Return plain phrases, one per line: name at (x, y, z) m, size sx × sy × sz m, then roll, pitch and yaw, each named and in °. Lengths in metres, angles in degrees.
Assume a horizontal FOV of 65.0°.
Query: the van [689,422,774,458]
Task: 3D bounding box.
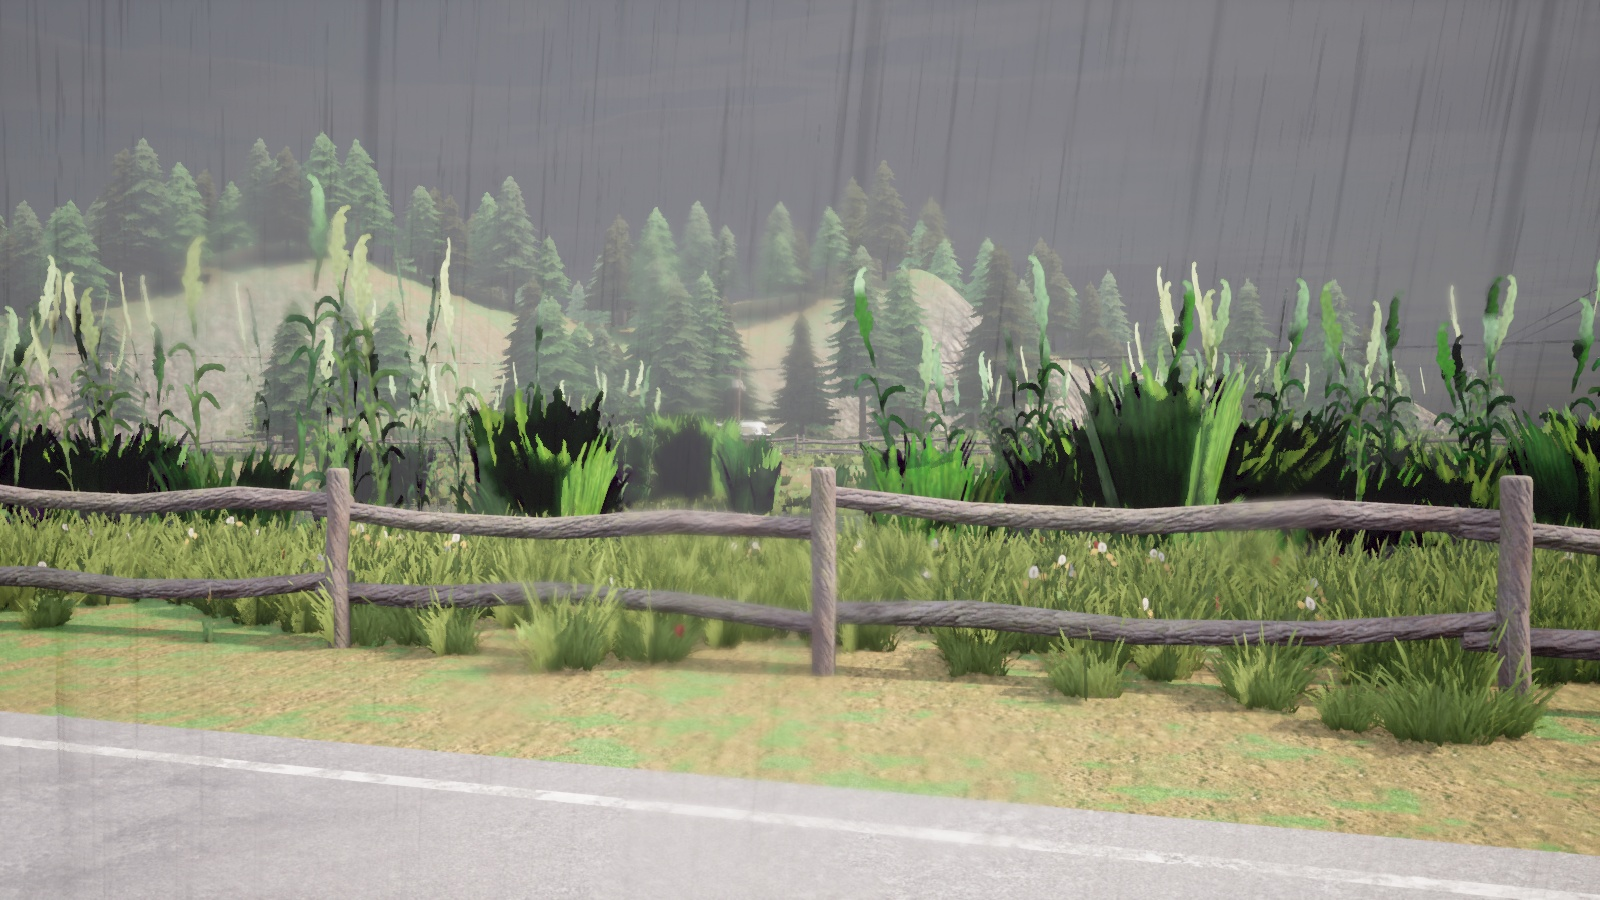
van at (-3.978, -0.598, 72.937) m, size 4.480 × 2.038 × 2.069 m, roll 1°, pitch 1°, yaw 19°
